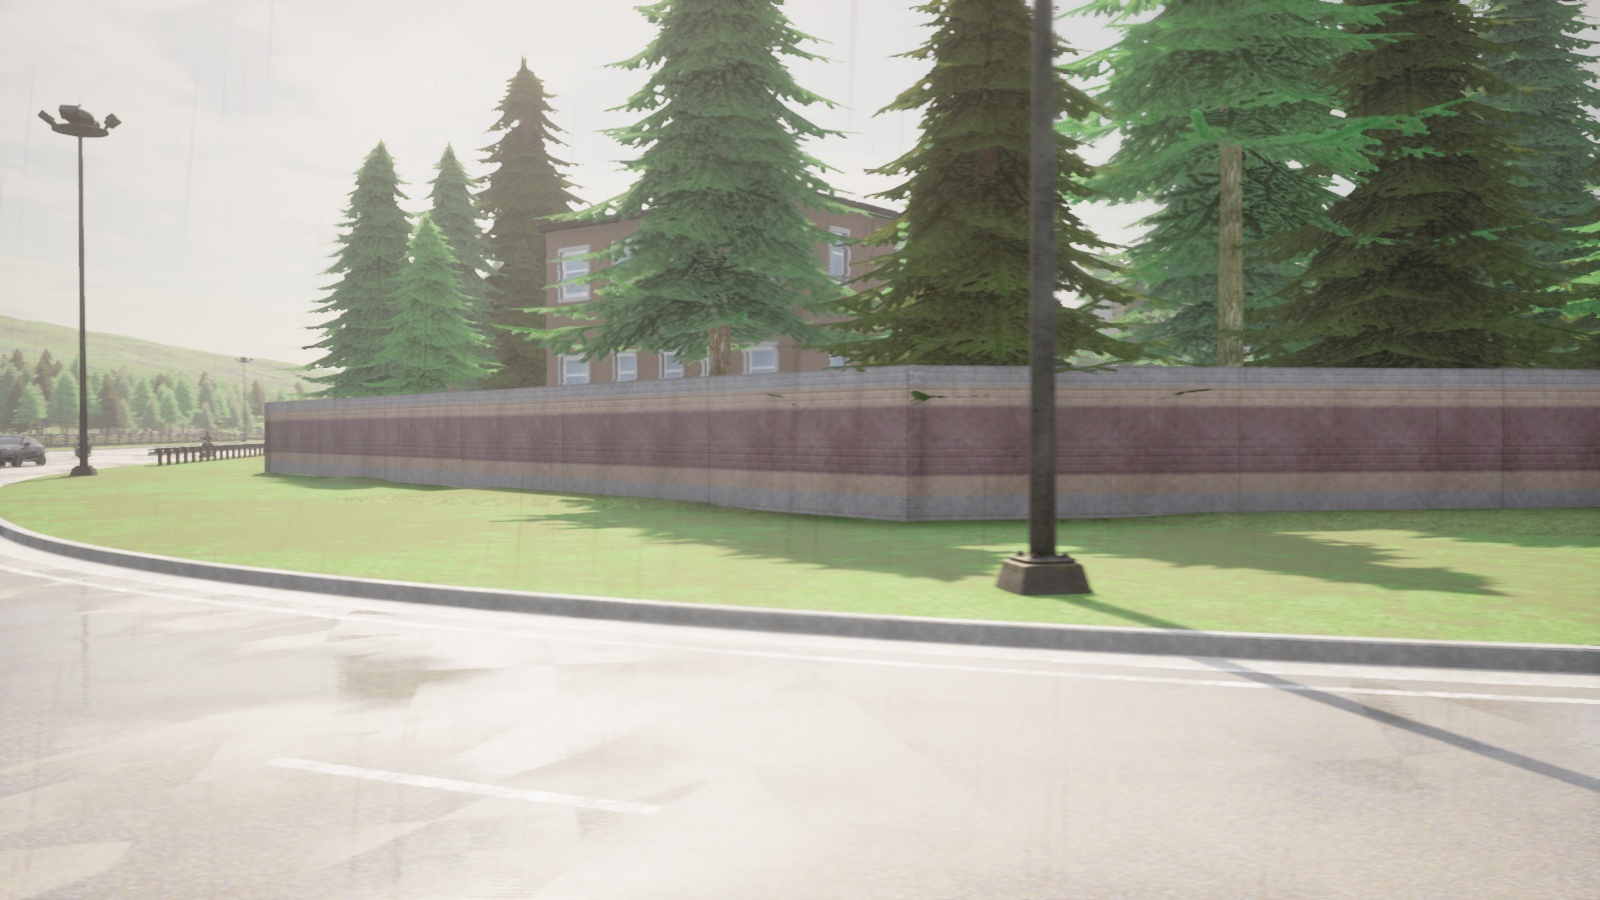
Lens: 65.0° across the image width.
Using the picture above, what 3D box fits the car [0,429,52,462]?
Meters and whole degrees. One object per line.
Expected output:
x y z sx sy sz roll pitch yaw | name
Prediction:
-35.881 -0.216 57.124 1.812 1.442 4.674 0 1 -12 | car
